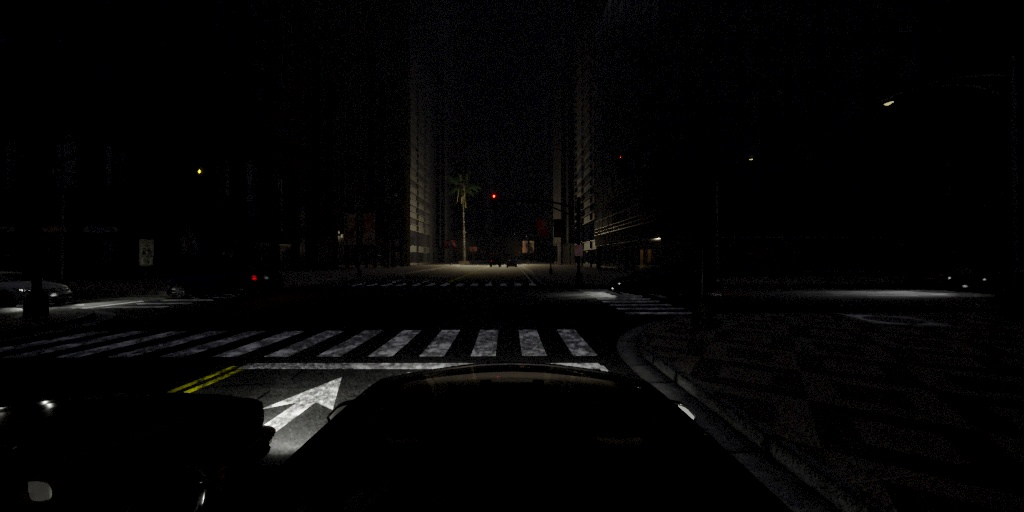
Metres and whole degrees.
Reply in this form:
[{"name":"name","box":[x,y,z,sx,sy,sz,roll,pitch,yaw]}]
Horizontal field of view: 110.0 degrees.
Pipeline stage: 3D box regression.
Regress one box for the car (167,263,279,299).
[{"name":"car","box":[-14.584,1.159,18.204,4.553,1.767,2.097,-1,-1,0]}]

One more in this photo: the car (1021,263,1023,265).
[{"name":"car","box":[32.059,1.117,21.832,4.097,1.591,1.967,0,0,-1]}]

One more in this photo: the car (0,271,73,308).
[{"name":"car","box":[-21.382,1.354,14.938,4.674,1.442,1.812,0,0,1]}]

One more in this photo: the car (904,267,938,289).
[{"name":"car","box":[26.421,1.275,21.732,4.207,1.307,1.802,0,0,-1]}]

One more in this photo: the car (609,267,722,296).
[{"name":"car","box":[7.883,1.281,18.653,5.357,1.411,2.033,0,0,-1]}]

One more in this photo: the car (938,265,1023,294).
[{"name":"car","box":[26.140,1.273,18.973,4.718,1.301,1.895,0,0,-1]}]

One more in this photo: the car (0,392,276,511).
[{"name":"car","box":[-3.175,1.297,0.720,2.033,1.411,5.357,0,0,4]}]
